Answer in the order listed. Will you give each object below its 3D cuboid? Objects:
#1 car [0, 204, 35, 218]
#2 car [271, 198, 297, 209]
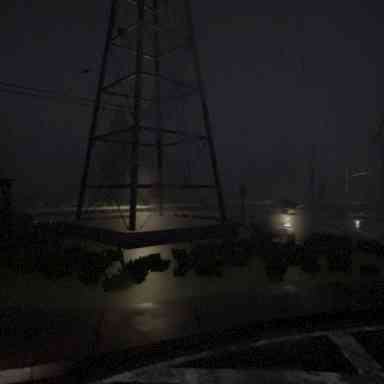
[{"bbox_3d":[-13.208,1.517,22.671,4.674,1.442,1.812,0,0,-41],"label":"car"},{"bbox_3d":[12.641,1.557,45.251,4.181,1.385,1.994,0,0,-41],"label":"car"}]
